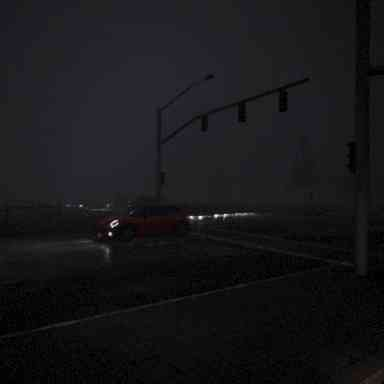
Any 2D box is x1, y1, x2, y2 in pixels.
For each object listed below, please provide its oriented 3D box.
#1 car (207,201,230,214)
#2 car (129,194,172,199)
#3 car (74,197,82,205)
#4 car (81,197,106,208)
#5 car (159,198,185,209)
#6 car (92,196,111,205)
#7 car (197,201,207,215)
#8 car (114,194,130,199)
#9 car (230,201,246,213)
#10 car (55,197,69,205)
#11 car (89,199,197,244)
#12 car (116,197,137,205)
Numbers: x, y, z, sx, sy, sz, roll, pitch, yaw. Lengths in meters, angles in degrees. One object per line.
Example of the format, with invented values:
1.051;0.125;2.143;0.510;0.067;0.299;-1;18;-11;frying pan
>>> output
1.830;1.727;37.247;1.994;1.385;4.181;0;0;-35;car
-3.832;1.331;33.132;2.150;2.045;5.566;0;0;-35;car
-21.561;1.709;64.879;1.994;1.385;4.181;0;0;-35;car
-13.928;1.642;47.642;1.812;1.442;4.674;0;-1;-35;car
-3.084;1.717;50.440;1.812;1.442;4.674;0;0;-35;car
-17.940;1.662;65.805;2.128;1.511;4.902;0;0;-35;car
-1.133;1.687;35.378;2.033;1.411;5.357;0;0;-35;car
-9.145;1.361;46.886;2.150;2.045;5.566;0;0;-37;car
4.411;1.752;39.667;1.994;1.385;4.181;0;0;-35;car
-24.801;1.653;63.422;1.812;1.442;4.674;1;0;-35;car
-2.336;1.398;16.336;4.553;1.767;2.097;1;0;-36;car
-12.627;1.741;64.259;2.033;1.411;5.357;0;0;-34;car
